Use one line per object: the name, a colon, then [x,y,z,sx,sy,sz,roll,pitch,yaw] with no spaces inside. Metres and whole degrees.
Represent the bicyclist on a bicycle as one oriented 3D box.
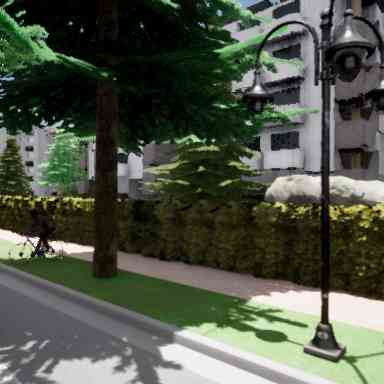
bicyclist on a bicycle: [-4.644,1.369,10.040,0.582,1.620,1.656,0,-2,41]
